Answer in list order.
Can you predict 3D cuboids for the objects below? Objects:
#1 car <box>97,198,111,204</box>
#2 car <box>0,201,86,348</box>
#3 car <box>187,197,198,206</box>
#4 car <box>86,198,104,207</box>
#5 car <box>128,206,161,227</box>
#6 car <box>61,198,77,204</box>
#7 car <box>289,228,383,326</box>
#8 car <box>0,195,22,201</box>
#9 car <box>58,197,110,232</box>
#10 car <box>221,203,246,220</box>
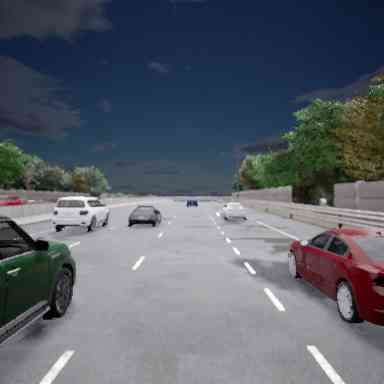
[{"bbox_3d":[-20.921,2.170,79.153,1.895,1.301,4.718,0,-1,0],"label":"car"},{"bbox_3d":[-3.396,1.254,4.315,2.150,2.045,5.566,0,0,0],"label":"car"},{"bbox_3d":[0.062,1.815,61.213,1.882,1.535,5.008,0,-1,0],"label":"car"},{"bbox_3d":[-17.482,1.848,60.055,1.812,1.442,4.674,0,-1,1],"label":"car"},{"bbox_3d":[-3.376,1.700,24.369,1.994,1.385,4.181,0,0,0],"label":"car"},{"bbox_3d":[-27.924,2.031,75.840,1.837,1.490,4.892,0,-1,0],"label":"car"},{"bbox_3d":[3.606,1.529,7.242,1.882,1.535,5.008,0,0,0],"label":"car"},{"bbox_3d":[-21.062,1.390,37.057,2.150,2.045,5.566,0,0,0],"label":"car"},{"bbox_3d":[-6.879,1.346,21.157,2.150,2.045,5.566,0,0,0],"label":"car"},{"bbox_3d":[3.620,1.677,29.257,1.812,1.442,4.674,0,0,0],"label":"car"}]
